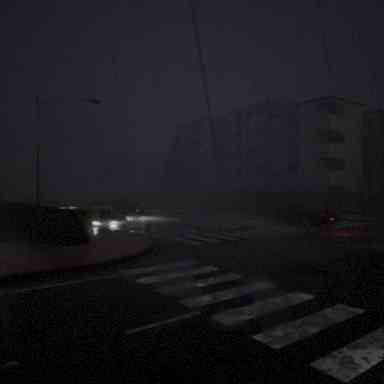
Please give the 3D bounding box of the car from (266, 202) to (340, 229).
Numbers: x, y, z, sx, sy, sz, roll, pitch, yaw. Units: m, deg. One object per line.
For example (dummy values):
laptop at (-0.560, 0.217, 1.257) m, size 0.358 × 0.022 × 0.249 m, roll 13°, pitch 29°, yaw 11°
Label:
car at (6.656, 1.352, 20.620) m, size 1.882 × 1.535 × 5.008 m, roll -5°, pitch 2°, yaw -27°

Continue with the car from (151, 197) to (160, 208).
car at (-5.954, 1.336, 43.450) m, size 2.128 × 1.511 × 4.902 m, roll -1°, pitch 0°, yaw -35°

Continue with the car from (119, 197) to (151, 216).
car at (-6.281, 1.381, 31.672) m, size 2.128 × 1.511 × 4.902 m, roll -1°, pitch 0°, yaw -36°

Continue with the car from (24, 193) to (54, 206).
car at (-22.110, 1.147, 47.342) m, size 2.150 × 2.045 × 5.566 m, roll -1°, pitch 0°, yaw -41°

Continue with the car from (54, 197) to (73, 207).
car at (-19.126, 1.417, 49.185) m, size 1.812 × 1.442 × 4.674 m, roll -1°, pitch 0°, yaw -40°

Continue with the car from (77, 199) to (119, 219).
car at (-8.332, 1.397, 28.525) m, size 1.882 × 1.535 × 5.008 m, roll -1°, pitch 0°, yaw -36°
